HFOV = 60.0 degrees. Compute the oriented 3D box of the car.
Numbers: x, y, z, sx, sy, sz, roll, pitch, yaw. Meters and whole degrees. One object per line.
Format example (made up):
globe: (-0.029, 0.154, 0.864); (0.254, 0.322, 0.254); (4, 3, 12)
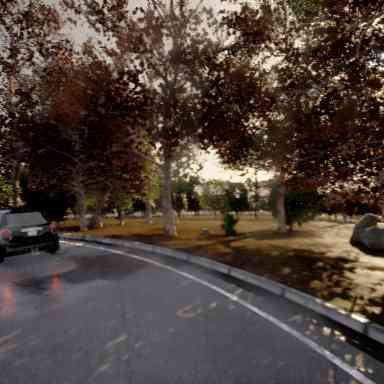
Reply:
car: (-6.932, 1.383, 12.280); (4.553, 1.767, 2.097); (0, 2, 38)
